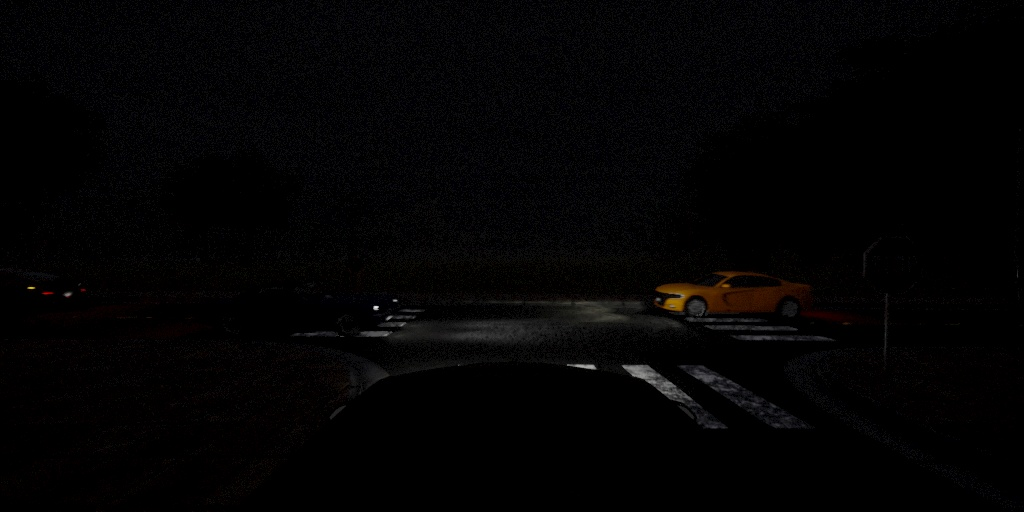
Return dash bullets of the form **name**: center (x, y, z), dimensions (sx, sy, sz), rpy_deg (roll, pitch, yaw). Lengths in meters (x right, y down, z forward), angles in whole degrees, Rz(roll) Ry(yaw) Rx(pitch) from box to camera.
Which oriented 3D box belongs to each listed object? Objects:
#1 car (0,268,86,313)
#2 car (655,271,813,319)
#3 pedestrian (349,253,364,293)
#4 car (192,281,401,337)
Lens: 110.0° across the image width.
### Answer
- **car**: center (-18.052, 1.160, 12.714), dimensions (4.674, 1.442, 1.812), rpy_deg (0, 1, 0)
- **car**: center (7.671, 1.281, 12.654), dimensions (5.008, 1.535, 1.882), rpy_deg (1, 1, 0)
- **pedestrian**: center (-6.832, 0.757, 15.596), dimensions (0.375, 1.860, 0.375), rpy_deg (0, 1, 0)
- **car**: center (-5.565, 1.355, 9.744), dimensions (4.718, 1.301, 1.895), rpy_deg (0, 1, 0)
